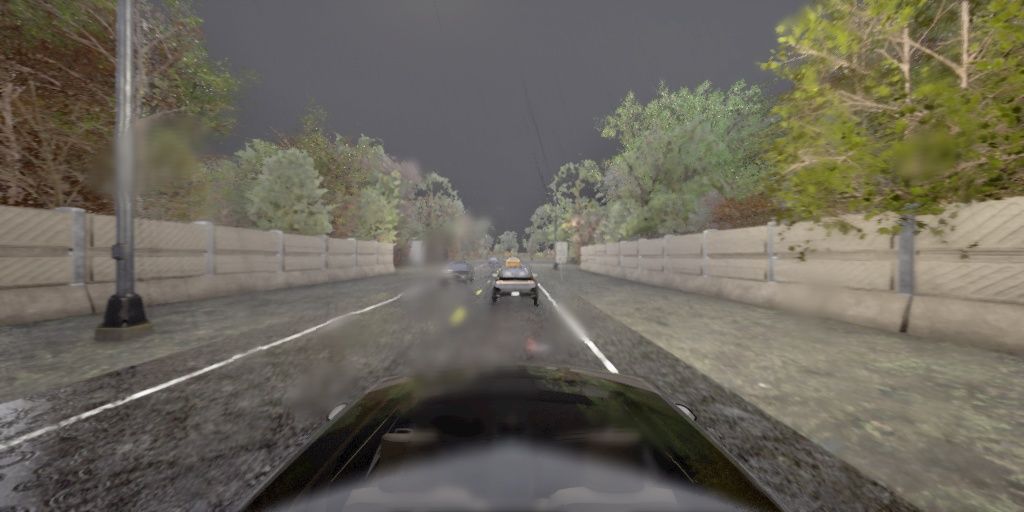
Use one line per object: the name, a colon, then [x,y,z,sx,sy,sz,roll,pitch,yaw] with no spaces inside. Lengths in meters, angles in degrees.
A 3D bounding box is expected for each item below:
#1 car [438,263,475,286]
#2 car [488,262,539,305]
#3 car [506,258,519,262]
car: [-3.545,1.171,24.142,2.033,1.411,5.357,1,1,0]
car: [0.132,1.182,15.675,2.128,1.511,4.902,0,0,0]
car: [0.159,1.004,47.857,1.882,1.535,5.008,0,1,1]
